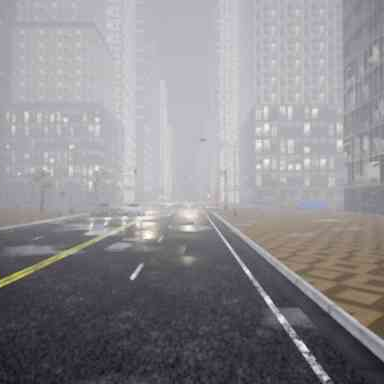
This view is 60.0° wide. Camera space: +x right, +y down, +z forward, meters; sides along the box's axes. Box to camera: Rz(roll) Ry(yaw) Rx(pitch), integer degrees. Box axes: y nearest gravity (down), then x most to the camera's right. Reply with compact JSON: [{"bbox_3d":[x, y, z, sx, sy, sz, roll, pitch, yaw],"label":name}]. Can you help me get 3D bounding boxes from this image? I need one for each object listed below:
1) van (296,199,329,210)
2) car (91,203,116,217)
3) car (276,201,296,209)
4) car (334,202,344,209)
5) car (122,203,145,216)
[{"bbox_3d":[18.381,1.920,50.106,3.998,1.788,1.690,0,-1,2],"label":"van"},{"bbox_3d":[-9.790,1.923,37.009,1.812,1.442,4.674,0,-1,0],"label":"car"},{"bbox_3d":[17.114,2.192,58.276,4.829,1.417,1.752,0,-1,2],"label":"car"},{"bbox_3d":[26.948,2.248,57.786,4.206,1.307,1.802,0,-1,2],"label":"car"},{"bbox_3d":[-6.534,1.931,37.719,1.812,1.442,4.674,0,-1,1],"label":"car"}]
